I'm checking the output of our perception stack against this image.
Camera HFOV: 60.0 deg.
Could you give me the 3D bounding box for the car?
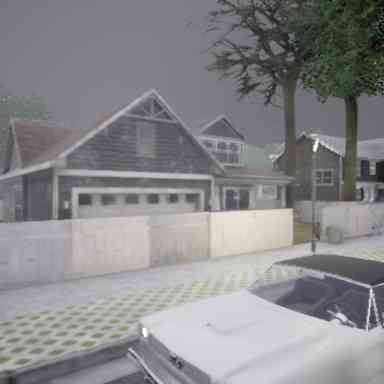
[{"bbox_3d":[1.654,1.590,4.241,4.718,1.301,1.895,0,0,-35],"label":"car"}]
